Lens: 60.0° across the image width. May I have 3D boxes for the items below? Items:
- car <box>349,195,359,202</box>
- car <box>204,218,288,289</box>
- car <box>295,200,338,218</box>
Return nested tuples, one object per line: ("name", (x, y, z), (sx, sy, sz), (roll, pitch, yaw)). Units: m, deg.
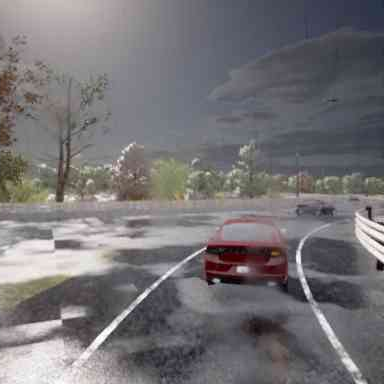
("car", (36.682, 1.413, 75.517), (2.033, 1.411, 5.357), (0, 0, 22))
("car", (1.611, 1.456, 9.319), (1.882, 1.535, 5.008), (0, 0, 13))
("car", (11.045, 1.449, 29.441), (4.892, 1.490, 1.837), (0, 1, -40))
